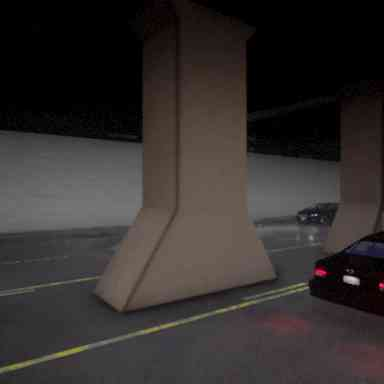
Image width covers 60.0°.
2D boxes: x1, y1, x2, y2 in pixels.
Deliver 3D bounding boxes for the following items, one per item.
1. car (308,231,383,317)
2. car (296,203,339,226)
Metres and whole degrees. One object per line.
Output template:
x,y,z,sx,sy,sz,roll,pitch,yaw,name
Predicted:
4.757,1.557,7.148,5.357,1.411,2.033,0,0,-36,car
9.409,1.516,23.602,4.902,1.511,2.128,0,0,-35,car
